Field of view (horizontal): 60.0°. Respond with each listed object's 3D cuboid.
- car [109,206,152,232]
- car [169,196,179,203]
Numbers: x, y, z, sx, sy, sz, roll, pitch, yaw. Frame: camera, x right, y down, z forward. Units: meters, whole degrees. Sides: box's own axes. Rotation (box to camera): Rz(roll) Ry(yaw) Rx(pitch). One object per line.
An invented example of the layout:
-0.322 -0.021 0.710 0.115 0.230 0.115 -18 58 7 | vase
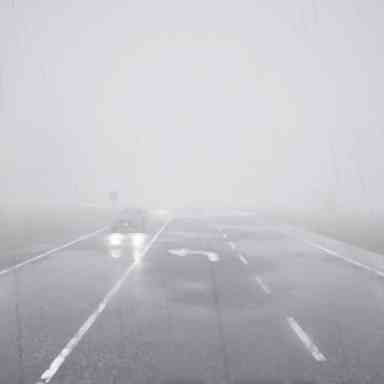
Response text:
-3.580 1.565 19.996 1.994 1.385 4.181 0 0 0 | car
-3.865 1.572 72.615 1.994 1.385 4.181 0 0 -1 | car
